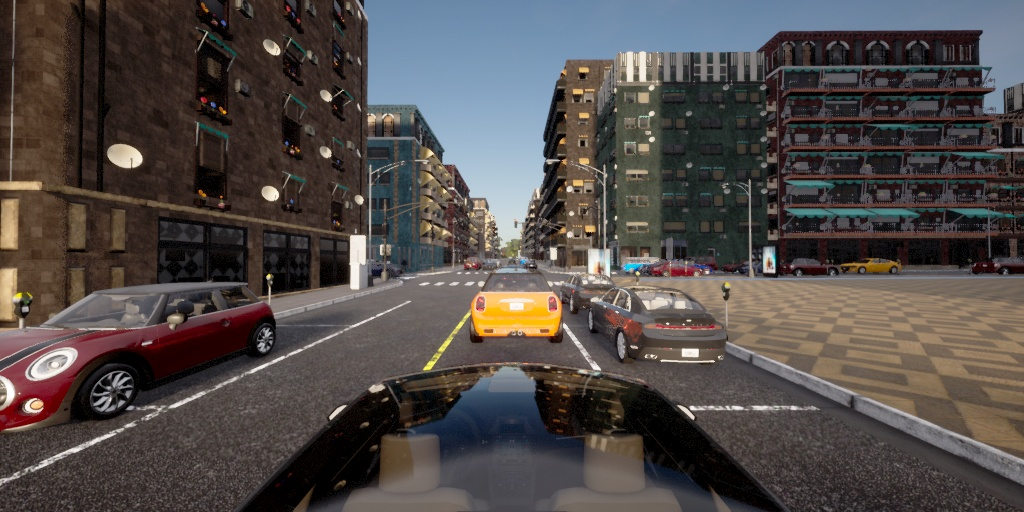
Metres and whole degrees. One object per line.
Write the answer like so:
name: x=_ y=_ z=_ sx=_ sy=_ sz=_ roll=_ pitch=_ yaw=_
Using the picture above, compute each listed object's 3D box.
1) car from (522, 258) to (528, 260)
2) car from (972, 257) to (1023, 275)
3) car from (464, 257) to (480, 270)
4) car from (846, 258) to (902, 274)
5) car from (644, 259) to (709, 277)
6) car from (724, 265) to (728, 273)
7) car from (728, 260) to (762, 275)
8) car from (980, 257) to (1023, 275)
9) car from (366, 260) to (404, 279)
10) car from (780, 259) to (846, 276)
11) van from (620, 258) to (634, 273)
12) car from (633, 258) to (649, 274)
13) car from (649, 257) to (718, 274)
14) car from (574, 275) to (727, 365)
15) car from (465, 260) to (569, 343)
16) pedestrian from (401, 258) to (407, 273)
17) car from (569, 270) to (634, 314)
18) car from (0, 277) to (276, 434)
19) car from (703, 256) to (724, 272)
car: x=2.704 y=1.334 z=51.631 sx=1.948 sy=1.339 sz=4.313 roll=0 pitch=0 yaw=0
car: x=41.352 y=0.811 z=29.857 sx=4.097 sy=1.591 sz=1.967 roll=0 pitch=0 yaw=0
car: x=-5.677 y=1.083 z=51.673 sx=2.192 sy=1.841 sz=5.009 roll=0 pitch=0 yaw=0
car: x=35.609 y=0.978 z=35.691 sx=5.008 sy=1.535 sz=1.882 roll=0 pitch=-1 yaw=0
car: x=13.715 y=1.162 z=30.062 sx=4.207 sy=1.307 sz=1.802 roll=0 pitch=0 yaw=0
car: x=24.835 y=1.165 z=38.360 sx=4.507 sy=1.381 sz=1.888 roll=0 pitch=0 yaw=0
car: x=25.160 y=1.127 z=35.778 sx=5.357 sy=1.411 sz=2.033 roll=0 pitch=-1 yaw=0
car: x=46.040 y=0.881 z=32.424 sx=4.892 sy=1.490 sz=1.837 roll=0 pitch=-1 yaw=0
car: x=-12.300 y=1.176 z=32.861 sx=4.553 sy=1.767 sz=2.097 roll=0 pitch=-1 yaw=0
car: x=24.770 y=0.935 z=29.980 sx=4.097 sy=1.591 sz=1.967 roll=0 pitch=0 yaw=0
van: x=13.780 y=1.046 z=38.442 sx=3.998 sy=1.789 sz=1.690 roll=0 pitch=0 yaw=0
car: x=15.210 y=1.147 z=35.852 sx=4.902 sy=1.511 sz=2.128 roll=0 pitch=-1 yaw=0
car: x=15.560 y=1.082 z=32.651 sx=5.008 sy=1.535 sz=1.882 roll=-1 pitch=-1 yaw=0
car: x=2.822 y=1.302 z=7.868 sx=2.007 sy=1.370 sz=4.403 roll=0 pitch=0 yaw=0
car: x=0.100 y=1.104 z=9.848 sx=2.097 sy=1.767 sz=4.553 roll=0 pitch=0 yaw=0
pedestrian: x=-12.519 y=1.097 z=41.600 sx=0.375 sy=1.860 sz=0.375 roll=0 pitch=0 yaw=0
car: x=2.823 y=1.304 z=13.438 sx=2.007 sy=1.370 sz=4.403 roll=0 pitch=0 yaw=0
car: x=-5.818 y=1.191 z=5.635 sx=1.967 sy=1.591 sz=4.097 roll=0 pitch=0 yaw=0
car: x=19.307 y=0.977 z=38.401 sx=5.009 sy=1.841 sz=2.192 roll=0 pitch=0 yaw=0
